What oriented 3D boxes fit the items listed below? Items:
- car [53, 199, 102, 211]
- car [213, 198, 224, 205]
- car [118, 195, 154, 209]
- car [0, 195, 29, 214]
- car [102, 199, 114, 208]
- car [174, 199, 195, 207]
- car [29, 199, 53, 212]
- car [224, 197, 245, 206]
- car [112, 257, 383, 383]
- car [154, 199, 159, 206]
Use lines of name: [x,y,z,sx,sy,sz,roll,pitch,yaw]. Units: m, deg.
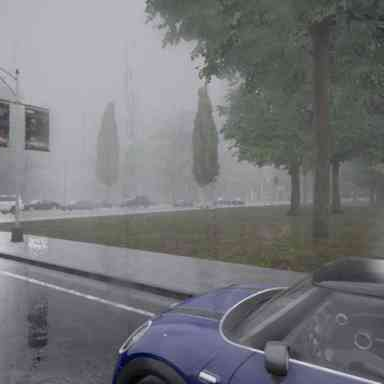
car: [-15.028,1.773,44.046,2.033,1.411,5.357,0,0,35]
car: [6.198,1.958,68.342,2.128,1.511,4.902,0,-1,35]
car: [-9.033,1.510,52.594,2.150,2.045,5.566,0,0,36]
car: [-20.998,1.394,35.534,2.150,2.045,5.566,0,0,34]
car: [-13.998,1.832,51.175,1.994,1.385,4.181,0,0,35]
car: [-1.294,1.911,57.649,1.994,1.385,4.181,0,-1,35]
car: [-19.686,1.690,43.060,1.882,1.535,5.008,0,0,35]
car: [8.900,1.814,66.539,2.097,1.767,4.553,0,-1,35]
car: [1.458,1.352,2.649,4.553,1.767,2.097,0,0,36]
car: [-8.045,1.831,59.614,2.128,1.511,4.902,0,0,36]
